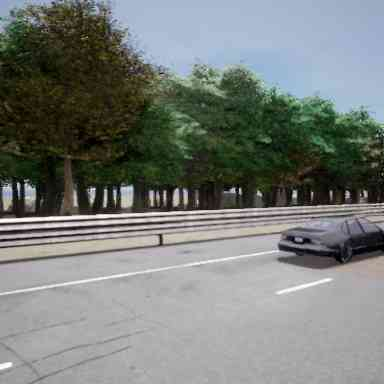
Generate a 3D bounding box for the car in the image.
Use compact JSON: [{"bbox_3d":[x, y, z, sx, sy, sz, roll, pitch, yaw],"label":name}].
[{"bbox_3d":[5.396,1.544,11.890,5.357,1.411,2.033,0,0,-35],"label":"car"}]
